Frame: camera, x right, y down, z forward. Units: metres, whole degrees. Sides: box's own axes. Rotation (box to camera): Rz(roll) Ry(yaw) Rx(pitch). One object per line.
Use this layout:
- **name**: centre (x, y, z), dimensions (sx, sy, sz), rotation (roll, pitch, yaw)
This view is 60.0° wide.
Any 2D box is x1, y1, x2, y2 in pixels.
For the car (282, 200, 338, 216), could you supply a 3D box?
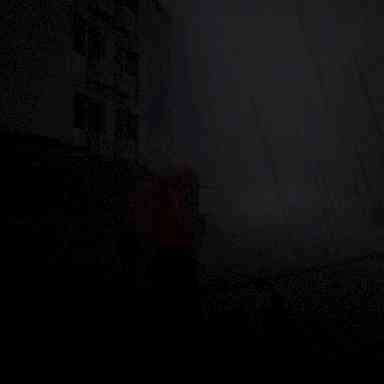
- **car**: centre (11.526, 1.547, 33.028), dimensions (2.033, 1.411, 5.357), rotation (0, 0, -36)

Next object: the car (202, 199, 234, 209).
- **car**: centre (3.399, 1.600, 44.418), dimensions (1.895, 1.301, 4.718), rotation (0, 0, -35)
